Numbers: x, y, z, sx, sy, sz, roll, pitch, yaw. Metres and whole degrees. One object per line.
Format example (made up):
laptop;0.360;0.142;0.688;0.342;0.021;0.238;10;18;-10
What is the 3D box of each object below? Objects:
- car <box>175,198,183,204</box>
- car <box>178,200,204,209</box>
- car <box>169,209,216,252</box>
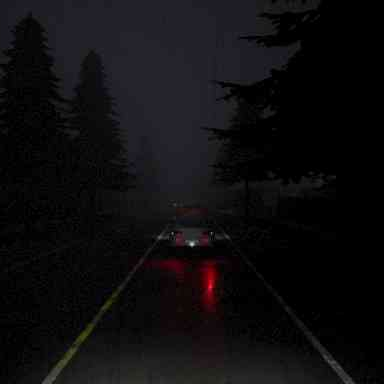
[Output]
car;-3.482;2.291;86.807;1.882;1.535;5.008;0;-1;0
car;0.013;1.754;29.455;1.882;1.535;5.008;0;0;0
car;0.007;1.661;14.360;1.812;1.442;4.674;0;0;0
